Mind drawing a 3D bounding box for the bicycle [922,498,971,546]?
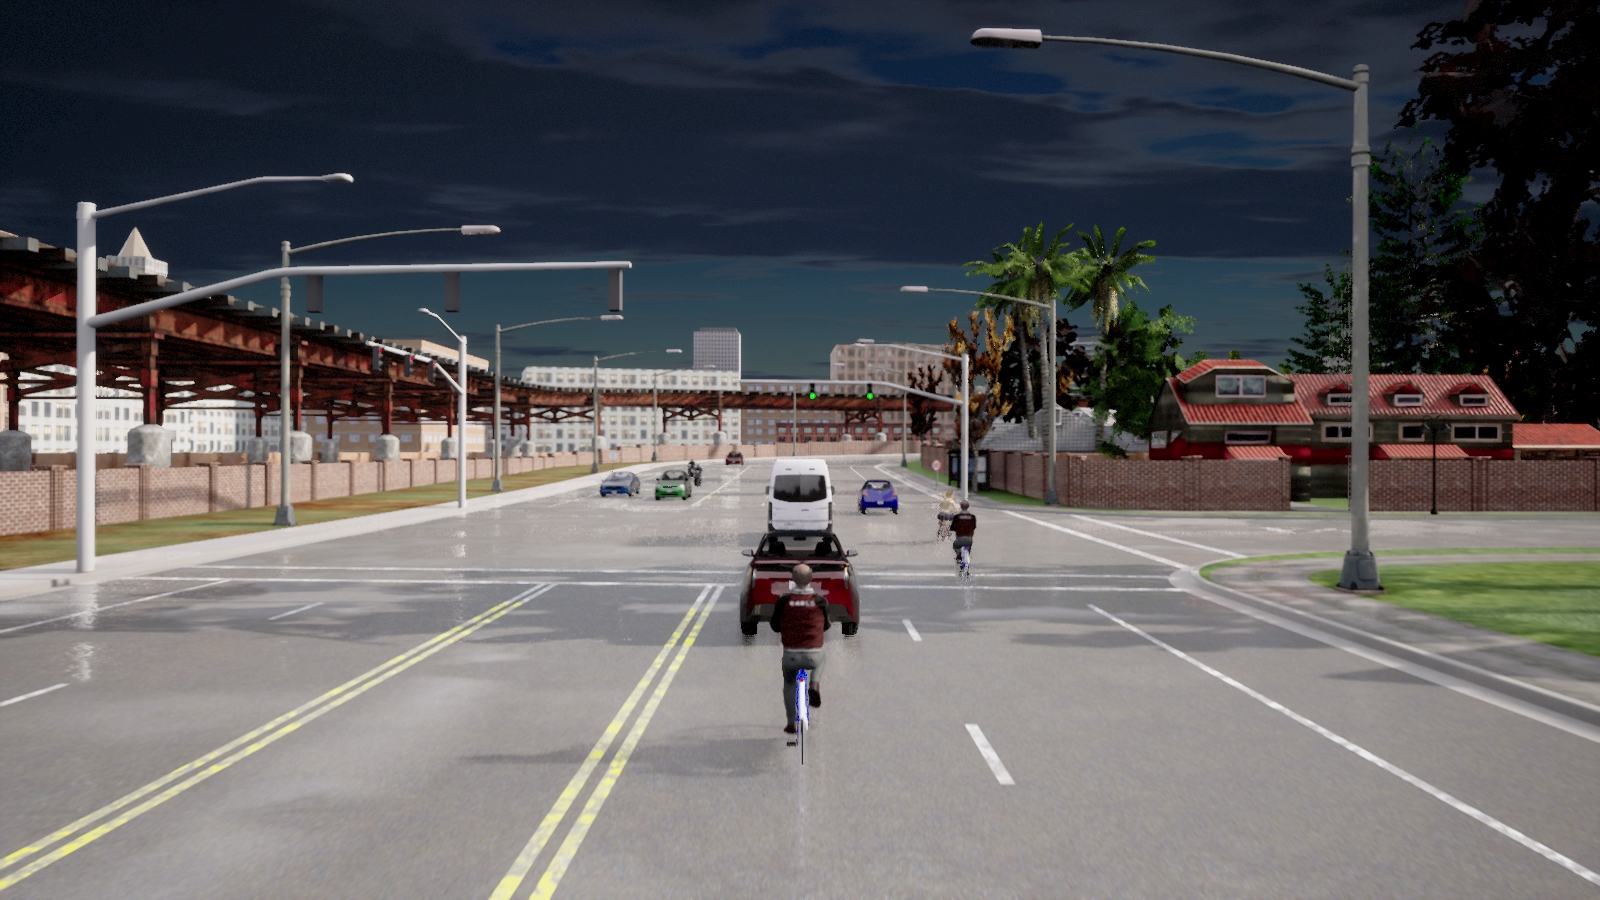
[{"bbox_3d":[4.504,2.193,35.069,0.859,1.301,1.487,6,3,31],"label":"bicycle"}]

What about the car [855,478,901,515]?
[{"bbox_3d":[3.501,2.074,51.884,1.845,1.501,3.633,0,0,0],"label":"car"}]

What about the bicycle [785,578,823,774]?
[{"bbox_3d":[0.033,2.063,10.837,0.329,1.496,1.835,0,0,0],"label":"bicycle"}]

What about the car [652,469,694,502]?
[{"bbox_3d":[-6.998,1.936,63.317,1.851,1.617,3.988,0,1,0],"label":"car"}]

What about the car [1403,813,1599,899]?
[{"bbox_3d":[3.204,2.118,1.715,2.033,1.411,5.357,0,0,3],"label":"car"}]

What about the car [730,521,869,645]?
[{"bbox_3d":[-0.003,2.064,18.818,2.007,1.525,4.514,0,0,0],"label":"car"}]

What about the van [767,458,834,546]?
[{"bbox_3d":[0.015,1.573,36.875,1.988,2.561,5.915,0,0,0],"label":"van"}]

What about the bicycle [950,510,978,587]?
[{"bbox_3d":[3.518,2.088,24.636,0.329,1.496,1.835,0,0,0],"label":"bicycle"}]

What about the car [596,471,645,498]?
[{"bbox_3d":[-10.499,1.996,67.193,2.033,1.411,5.357,0,1,0],"label":"car"}]
